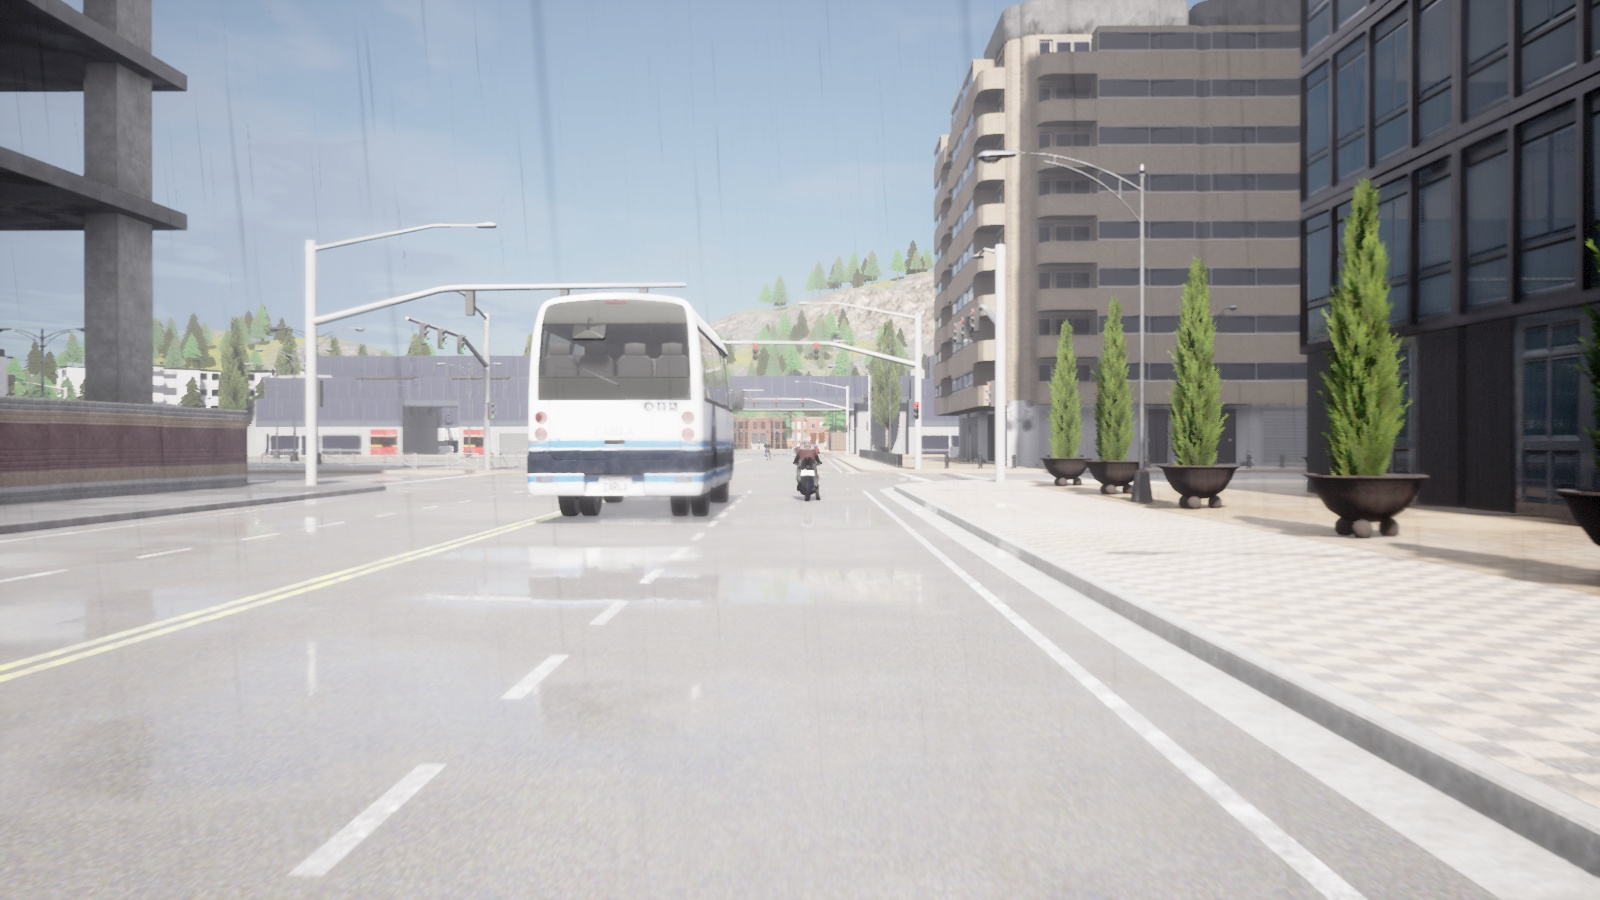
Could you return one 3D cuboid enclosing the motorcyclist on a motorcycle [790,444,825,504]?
[{"bbox_3d":[0.194,0.597,32.748,0.866,1.530,2.191,0,0,0],"label":"motorcyclist on a motorcycle"}]

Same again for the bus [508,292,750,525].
[{"bbox_3d":[-3.330,-0.791,28.071,3.944,4.253,10.273,0,0,0],"label":"bus"}]
